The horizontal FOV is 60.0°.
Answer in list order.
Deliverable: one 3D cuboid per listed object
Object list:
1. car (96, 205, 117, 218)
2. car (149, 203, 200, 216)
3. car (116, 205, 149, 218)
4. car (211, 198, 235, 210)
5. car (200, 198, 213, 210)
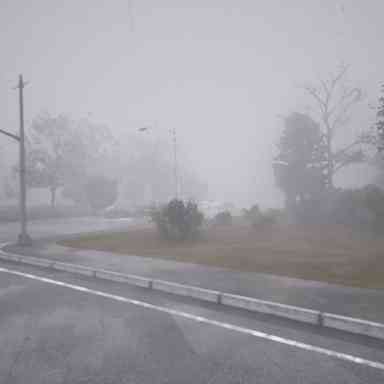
[{"bbox_3d":[-9.302,2.329,39.720,1.812,1.442,4.674,-3,-2,32],"label":"car"},{"bbox_3d":[-1.606,1.748,32.097,2.097,1.767,4.553,-3,-2,32],"label":"car"},{"bbox_3d":[-6.166,2.236,38.132,1.994,1.385,4.181,-3,-2,32],"label":"car"},{"bbox_3d":[5.776,2.295,57.046,2.128,1.511,4.902,-3,-2,32],"label":"car"},{"bbox_3d":[3.005,2.152,59.223,2.150,2.045,5.566,-3,-2,32],"label":"car"}]
